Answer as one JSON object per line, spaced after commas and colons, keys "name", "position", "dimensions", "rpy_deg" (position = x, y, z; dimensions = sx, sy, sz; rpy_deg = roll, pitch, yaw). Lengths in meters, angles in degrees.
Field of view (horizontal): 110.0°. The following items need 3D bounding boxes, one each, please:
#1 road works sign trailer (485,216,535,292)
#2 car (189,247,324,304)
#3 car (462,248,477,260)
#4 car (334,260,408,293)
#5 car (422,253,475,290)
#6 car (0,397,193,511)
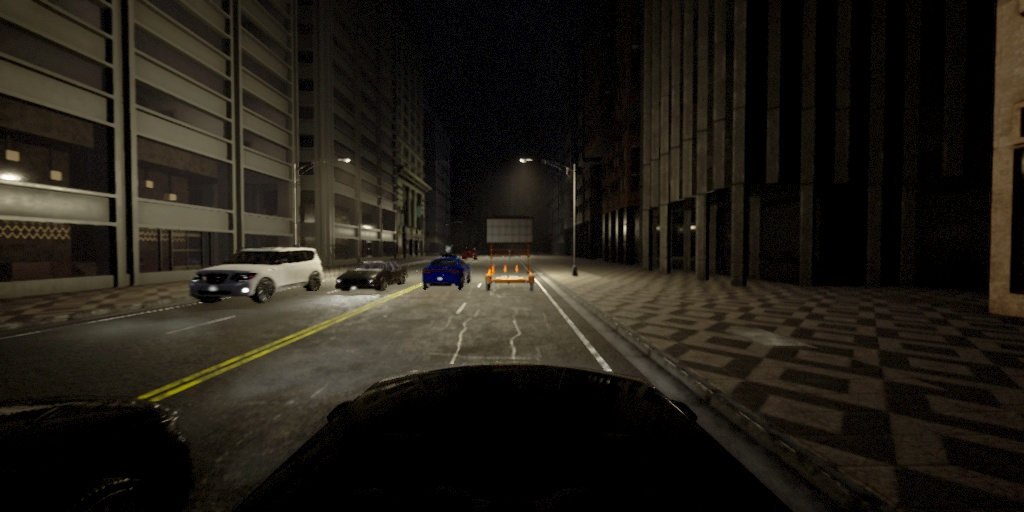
{"name": "road works sign trailer", "position": [-0.106, -0.174, 17.661], "dimensions": [2.380, 3.560, 2.880], "rpy_deg": [0, 0, 0]}
{"name": "car", "position": [-9.935, 0.657, 14.636], "dimensions": [2.150, 2.045, 5.566], "rpy_deg": [0, 2, 0]}
{"name": "car", "position": [-6.933, -0.336, 58.806], "dimensions": [2.150, 2.045, 5.566], "rpy_deg": [0, 1, 0]}
{"name": "car", "position": [-6.707, 0.907, 17.813], "dimensions": [2.033, 1.411, 5.357], "rpy_deg": [0, 1, 0]}
{"name": "car", "position": [-3.273, 0.816, 18.670], "dimensions": [1.882, 1.535, 5.008], "rpy_deg": [0, 1, -1]}
{"name": "car", "position": [-3.141, 1.274, 0.479], "dimensions": [2.128, 1.511, 4.902], "rpy_deg": [0, 1, 0]}
